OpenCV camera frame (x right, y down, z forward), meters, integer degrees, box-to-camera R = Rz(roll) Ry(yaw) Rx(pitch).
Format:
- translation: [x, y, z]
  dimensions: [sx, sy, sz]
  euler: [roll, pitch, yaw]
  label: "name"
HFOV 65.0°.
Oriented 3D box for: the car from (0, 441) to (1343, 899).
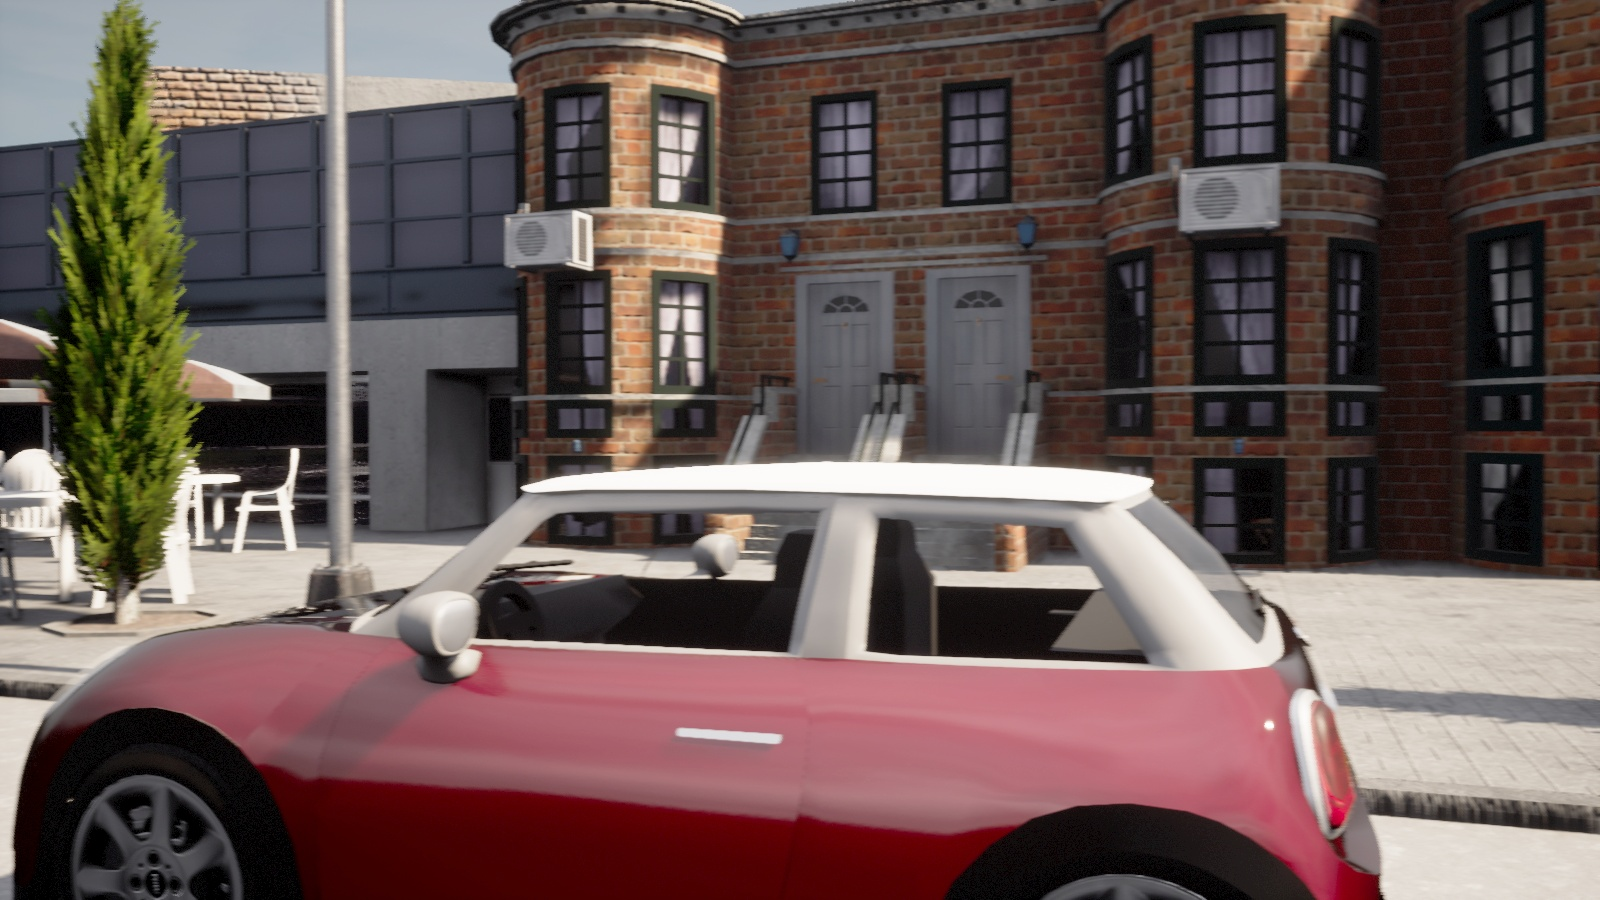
- translation: [-0.485, 0.728, 3.882]
  dimensions: [3.806, 1.475, 1.970]
  euler: [1, 1, 19]
  label: "car"
